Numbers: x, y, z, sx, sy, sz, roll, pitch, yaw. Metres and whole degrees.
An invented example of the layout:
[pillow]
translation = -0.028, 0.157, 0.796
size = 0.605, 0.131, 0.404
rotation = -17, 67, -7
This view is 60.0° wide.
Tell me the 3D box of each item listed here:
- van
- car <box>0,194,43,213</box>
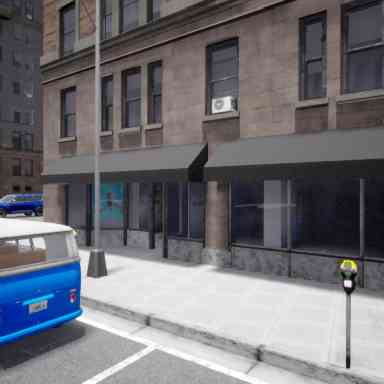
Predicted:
[van]
translation = -3.622, 1.341, 5.660
size = 3.998, 1.788, 1.690
rotation = 0, 0, 36
[car]
translation = -15.445, 1.213, 29.368
size = 2.150, 2.045, 5.566
rotation = 0, 0, 35
